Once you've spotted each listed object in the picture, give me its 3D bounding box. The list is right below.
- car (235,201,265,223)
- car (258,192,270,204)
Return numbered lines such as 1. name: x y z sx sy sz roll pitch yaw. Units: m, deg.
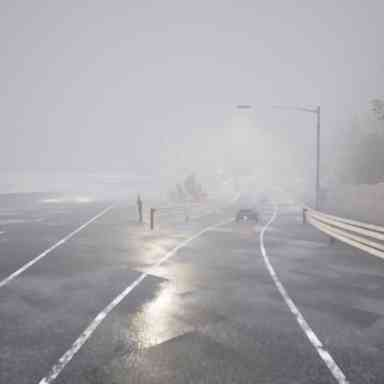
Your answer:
1. car: 4.942 1.800 28.746 1.837 1.490 4.892 1 0 16
2. car: 12.363 1.256 57.265 2.033 1.411 5.357 1 3 11
